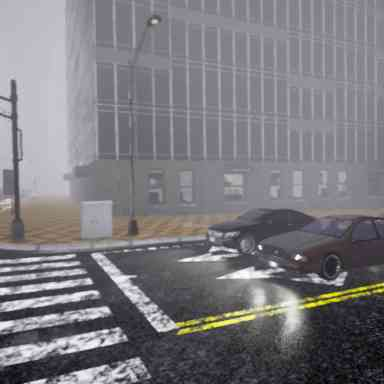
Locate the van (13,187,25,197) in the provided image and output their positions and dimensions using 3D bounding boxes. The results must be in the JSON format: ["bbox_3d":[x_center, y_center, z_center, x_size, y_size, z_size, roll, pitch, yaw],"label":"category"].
[{"bbox_3d":[-32.354,0.033,62.204,1.690,1.788,3.998,-2,2,-23],"label":"van"}]

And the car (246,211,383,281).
[{"bbox_3d":[4.402,1.370,9.343,5.357,1.411,2.033,0,1,-26],"label":"car"}]

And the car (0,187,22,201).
[{"bbox_3d":[-25.782,0.313,46.980,2.192,1.841,5.009,-2,2,-23],"label":"car"}]

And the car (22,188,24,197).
[{"bbox_3d":[-27.971,0.336,52.058,1.967,1.590,4.097,-2,2,-23],"label":"car"}]

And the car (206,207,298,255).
[{"bbox_3d":[2.755,1.294,12.148,4.674,1.442,1.812,-1,1,-27],"label":"car"}]
